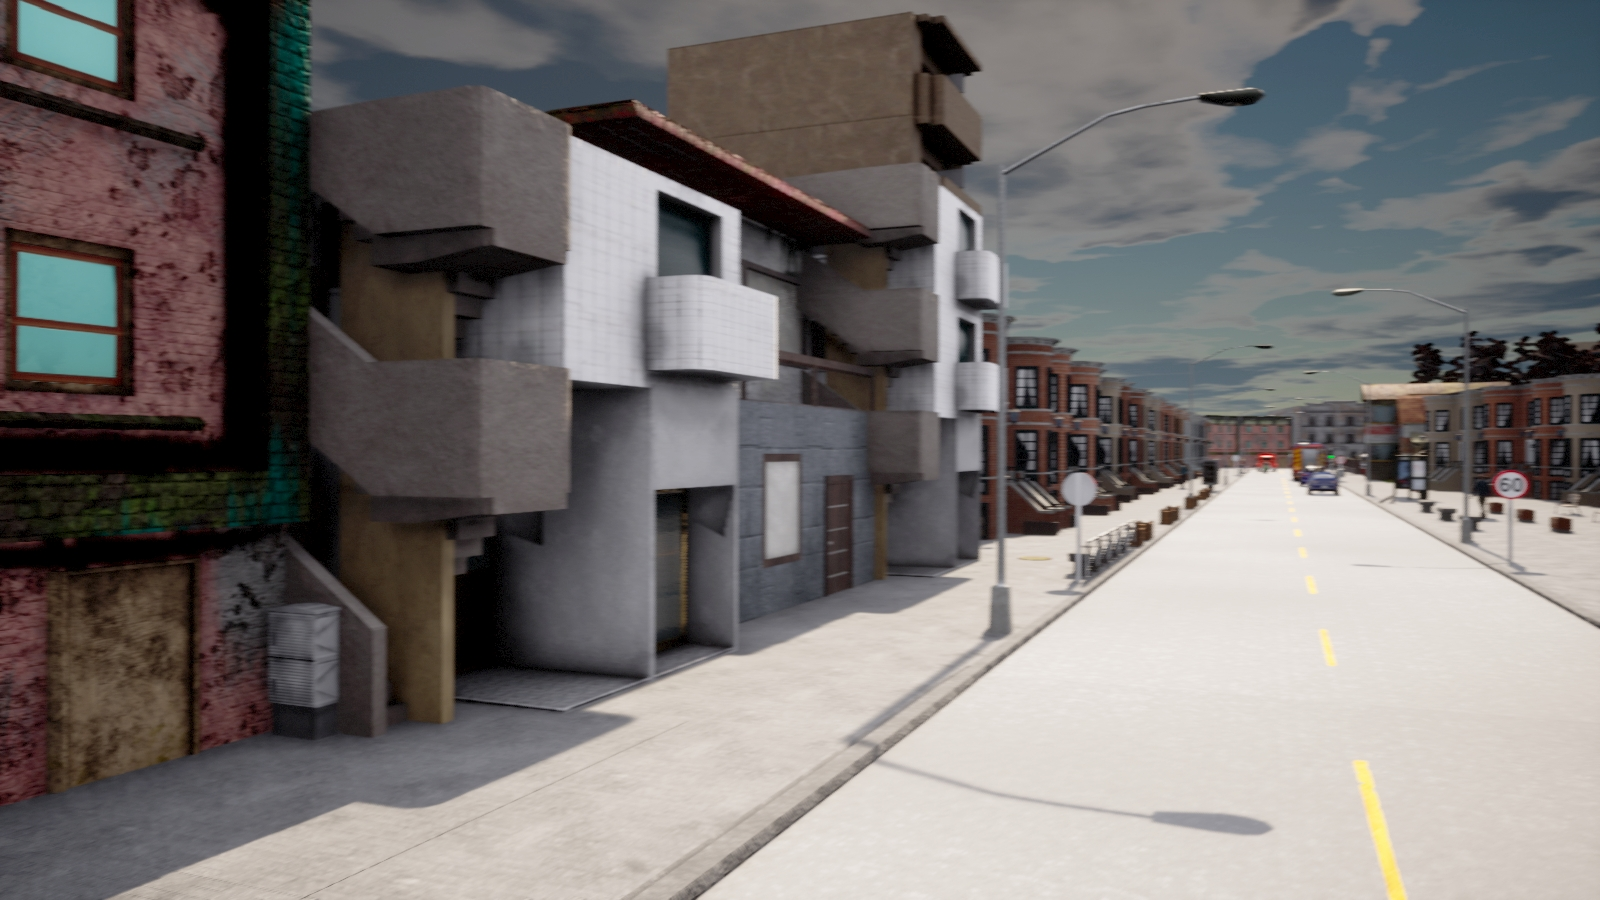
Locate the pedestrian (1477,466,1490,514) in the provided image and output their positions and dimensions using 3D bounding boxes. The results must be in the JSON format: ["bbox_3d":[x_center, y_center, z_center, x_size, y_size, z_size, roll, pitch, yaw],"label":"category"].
[{"bbox_3d":[27.102,1.581,45.327,0.375,1.860,0.375,0,0,19],"label":"pedestrian"}]
